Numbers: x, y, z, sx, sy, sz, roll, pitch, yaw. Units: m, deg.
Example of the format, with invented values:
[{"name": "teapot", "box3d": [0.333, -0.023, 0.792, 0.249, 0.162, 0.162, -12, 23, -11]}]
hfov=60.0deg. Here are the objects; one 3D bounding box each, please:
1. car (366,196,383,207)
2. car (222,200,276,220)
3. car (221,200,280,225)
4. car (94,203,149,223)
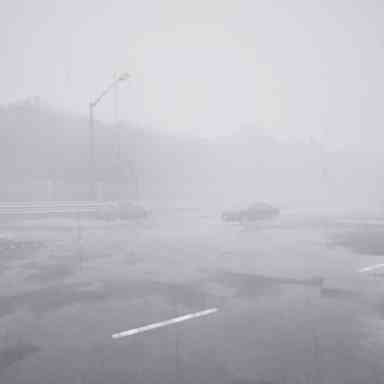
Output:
[{"name": "car", "box3d": [28.608, 1.416, 50.912, 4.892, 1.490, 1.837, 0, 0, -36]}, {"name": "car", "box3d": [5.052, 1.503, 29.278, 4.892, 1.490, 1.837, 0, 0, -36]}, {"name": "car", "box3d": [4.316, 1.476, 24.383, 5.008, 1.535, 1.882, 0, 0, -36]}, {"name": "car", "box3d": [-5.426, 1.562, 25.891, 4.181, 1.385, 1.994, 0, 0, -37]}]
